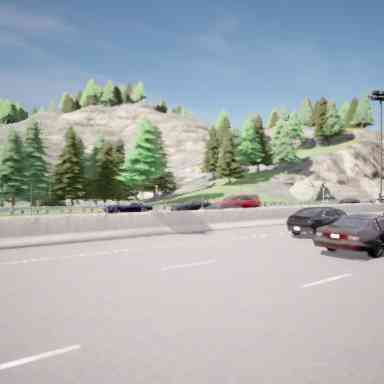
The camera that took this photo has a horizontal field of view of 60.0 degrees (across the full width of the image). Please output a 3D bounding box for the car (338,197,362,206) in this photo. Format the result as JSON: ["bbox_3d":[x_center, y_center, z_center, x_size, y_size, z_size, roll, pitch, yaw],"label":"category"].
[{"bbox_3d":[27.589,1.587,57.940,4.181,1.385,1.994,0,0,-35],"label":"car"}]

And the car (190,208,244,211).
[{"bbox_3d":[2.355,1.567,27.146,4.181,1.385,1.994,0,0,-35],"label":"car"}]

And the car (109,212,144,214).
[{"bbox_3d":[-6.446,1.602,33.772,4.718,1.301,1.895,0,0,-35],"label":"car"}]

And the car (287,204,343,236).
[{"bbox_3d":[6.988,1.507,17.324,4.892,1.490,1.837,0,0,-36],"label":"car"}]

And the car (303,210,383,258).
[{"bbox_3d":[6.892,1.550,12.849,5.357,1.411,2.033,0,0,-37],"label":"car"}]
